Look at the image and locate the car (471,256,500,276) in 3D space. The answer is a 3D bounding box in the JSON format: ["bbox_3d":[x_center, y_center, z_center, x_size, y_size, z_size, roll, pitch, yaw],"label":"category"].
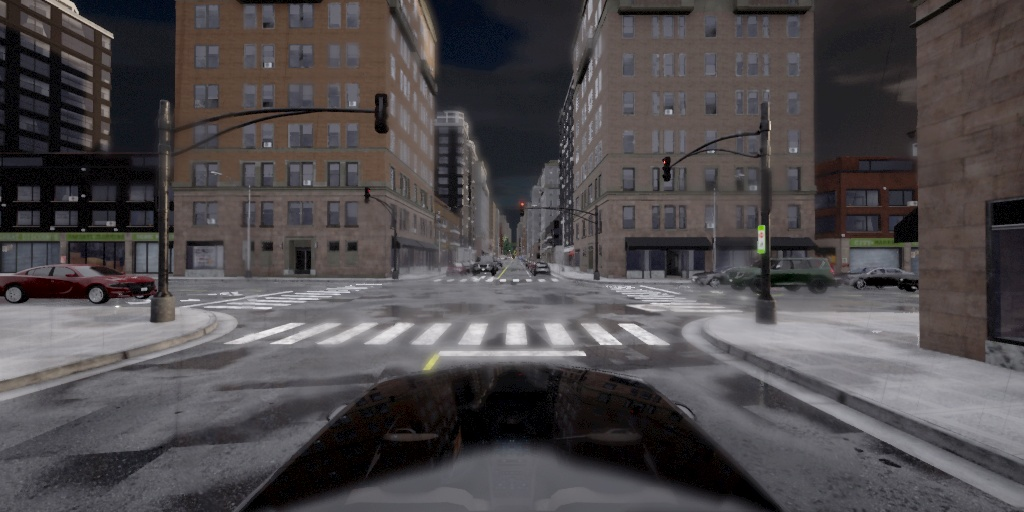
[{"bbox_3d":[-2.782,0.976,37.858,2.150,2.045,5.566,0,0,1],"label":"car"}]

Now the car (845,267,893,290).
[{"bbox_3d":[24.231,1.464,24.219,4.902,1.511,2.128,0,-1,0],"label":"car"}]

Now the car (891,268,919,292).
[{"bbox_3d":[25.718,1.551,20.963,4.718,1.301,1.895,0,-1,0],"label":"car"}]

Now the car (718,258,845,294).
[{"bbox_3d":[15.615,1.105,21.029,5.566,2.045,2.150,0,-1,0],"label":"car"}]

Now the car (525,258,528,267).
[{"bbox_3d":[3.103,1.303,47.311,2.007,1.370,4.403,0,0,1],"label":"car"}]

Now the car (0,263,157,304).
[{"bbox_3d":[-17.440,1.062,14.537,5.008,1.535,1.882,0,-1,-1],"label":"car"}]

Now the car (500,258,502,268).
[{"bbox_3d":[-2.654,1.258,48.286,1.837,1.490,4.892,0,0,1],"label":"car"}]

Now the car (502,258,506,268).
[{"bbox_3d":[-2.500,1.352,59.527,1.895,1.301,4.718,0,0,1],"label":"car"}]

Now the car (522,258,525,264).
[{"bbox_3d":[3.307,1.316,63.902,1.948,1.339,4.313,0,0,1],"label":"car"}]

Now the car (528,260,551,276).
[{"bbox_3d":[2.967,1.319,36.251,1.948,1.339,4.313,0,0,1],"label":"car"}]

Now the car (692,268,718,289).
[{"bbox_3d":[14.826,1.402,24.277,4.902,1.511,2.128,0,-1,2],"label":"car"}]

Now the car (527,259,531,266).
[{"bbox_3d":[3.035,1.298,41.781,1.888,1.381,4.507,0,0,1],"label":"car"}]

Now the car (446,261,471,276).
[{"bbox_3d":[-5.558,1.336,36.352,1.802,1.307,4.207,0,0,1],"label":"car"}]
